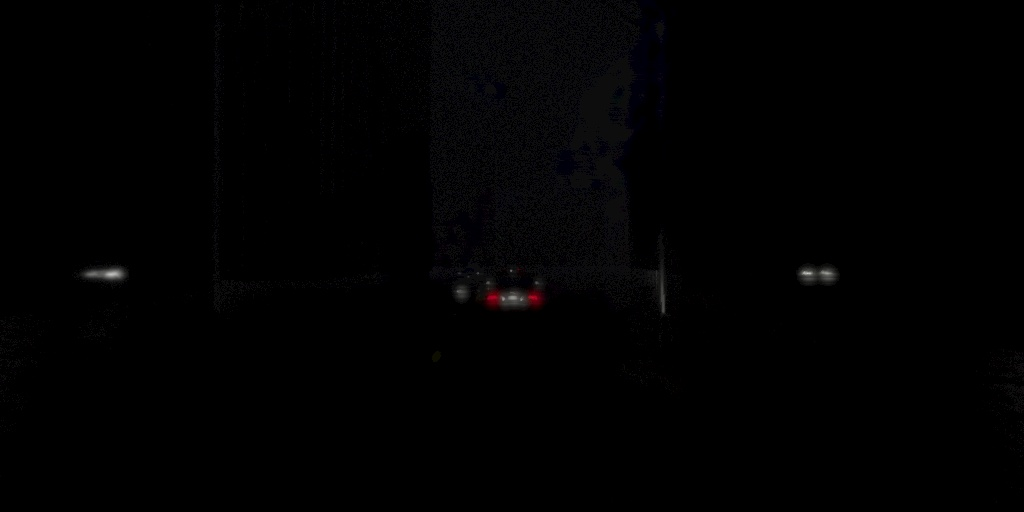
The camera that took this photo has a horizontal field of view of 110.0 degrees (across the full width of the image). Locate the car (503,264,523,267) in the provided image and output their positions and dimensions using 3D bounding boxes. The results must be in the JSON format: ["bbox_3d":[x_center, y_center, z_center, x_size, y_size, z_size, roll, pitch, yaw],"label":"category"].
[{"bbox_3d":[0.090,1.405,34.210,1.994,1.385,4.181,0,0,0],"label":"car"}]

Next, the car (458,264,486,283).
[{"bbox_3d":[-3.102,1.345,28.971,1.812,1.442,4.674,0,0,0],"label":"car"}]

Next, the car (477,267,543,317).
[{"bbox_3d":[0.083,1.319,13.136,2.033,1.411,5.357,0,0,0],"label":"car"}]
